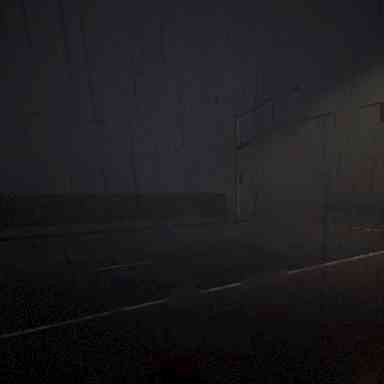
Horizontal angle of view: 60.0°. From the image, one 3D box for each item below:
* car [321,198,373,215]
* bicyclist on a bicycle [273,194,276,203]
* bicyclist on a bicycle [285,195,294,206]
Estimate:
[{"bbox_3d":[15.048,1.385,32.602,1.882,1.535,5.008,0,0,-32],"label":"car"},{"bbox_3d":[13.515,1.174,54.459,0.582,1.620,1.656,0,0,21],"label":"bicyclist on a bicycle"},{"bbox_3d":[14.515,1.333,49.551,1.656,1.620,0.582,0,0,-23],"label":"bicyclist on a bicycle"}]
